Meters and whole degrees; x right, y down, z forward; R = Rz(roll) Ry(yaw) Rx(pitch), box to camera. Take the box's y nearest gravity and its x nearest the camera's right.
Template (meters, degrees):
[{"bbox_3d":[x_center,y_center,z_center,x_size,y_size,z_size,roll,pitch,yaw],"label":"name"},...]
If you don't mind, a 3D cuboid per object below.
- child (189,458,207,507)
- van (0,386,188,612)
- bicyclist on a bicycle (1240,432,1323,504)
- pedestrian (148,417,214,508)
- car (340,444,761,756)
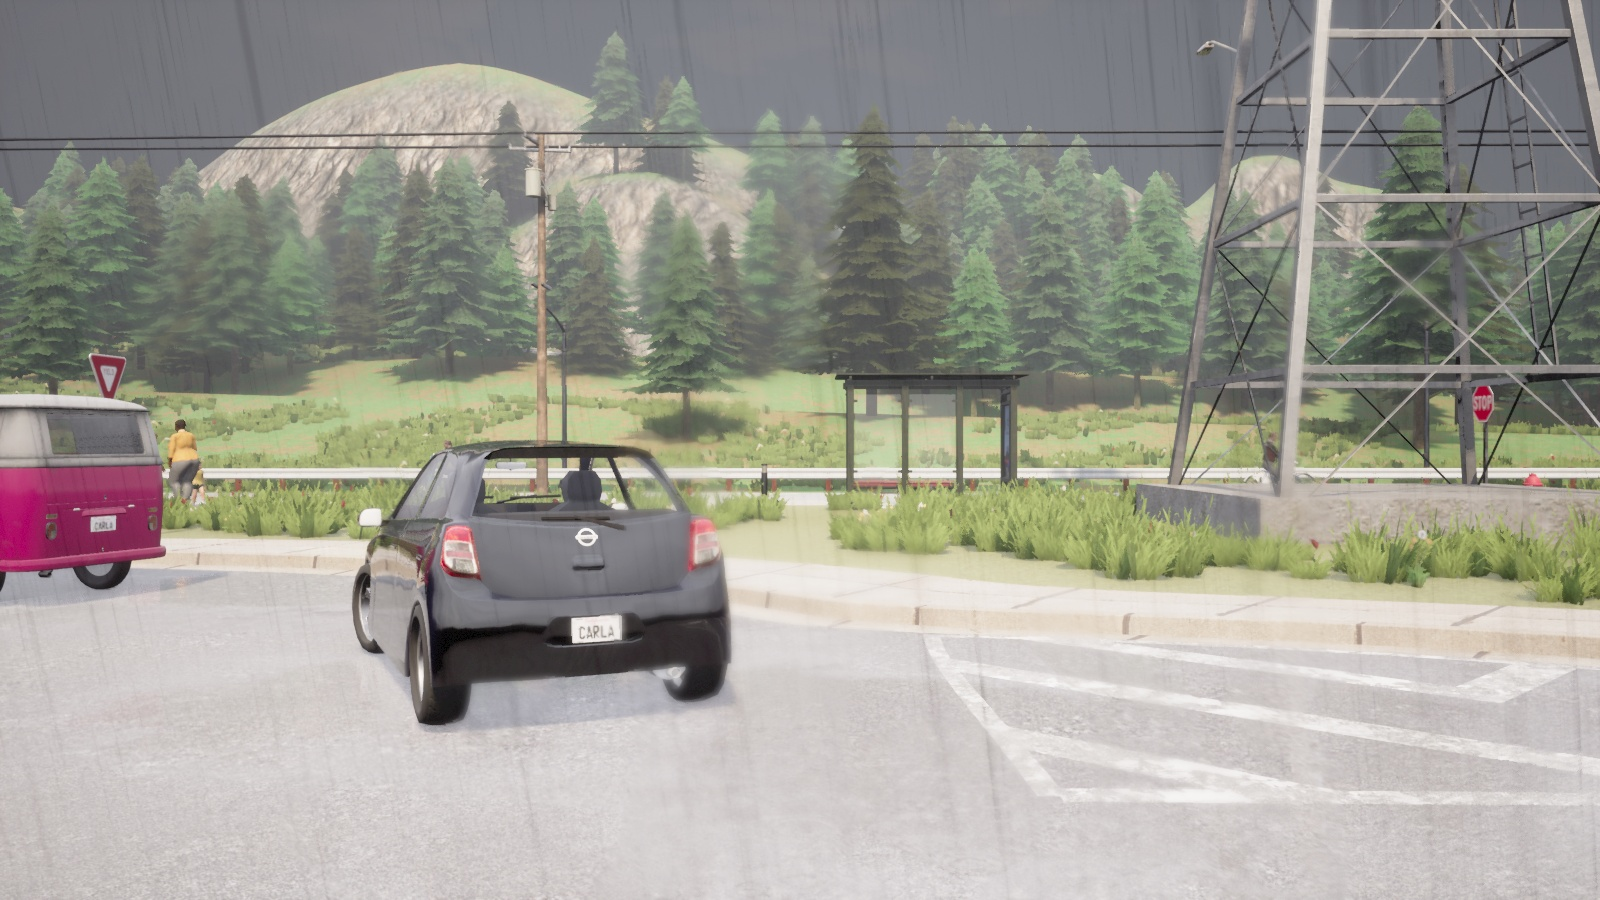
[{"bbox_3d":[-13.799,0.740,28.769,0.255,1.110,0.394,0,0,-43],"label":"child"},{"bbox_3d":[-8.610,0.422,12.534,4.442,1.987,1.775,0,0,16],"label":"van"},{"bbox_3d":[12.133,0.448,31.649,1.843,1.776,0.659,0,0,1],"label":"bicyclist on a bicycle"},{"bbox_3d":[-12.917,0.243,26.217,0.900,1.855,0.874,0,0,28],"label":"pedestrian"},{"bbox_3d":[-1.817,0.713,8.088,1.845,1.501,3.633,0,0,-25],"label":"car"}]
